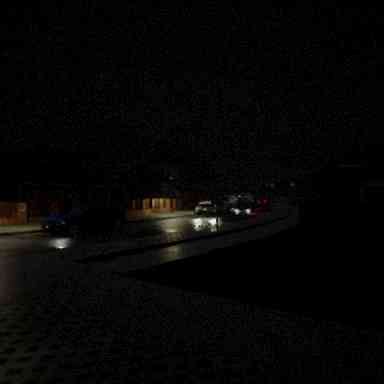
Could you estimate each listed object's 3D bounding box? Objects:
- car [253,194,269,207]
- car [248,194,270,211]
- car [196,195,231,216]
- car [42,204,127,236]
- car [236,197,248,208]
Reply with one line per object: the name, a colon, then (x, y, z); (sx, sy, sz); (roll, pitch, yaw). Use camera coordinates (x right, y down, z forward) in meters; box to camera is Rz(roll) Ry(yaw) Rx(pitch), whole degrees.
car: (11.141, 1.344, 54.014); (2.150, 2.045, 5.566); (0, 0, 8)
car: (8.981, 1.325, 43.656); (2.150, 2.045, 5.566); (0, 0, 15)
car: (2.282, 1.284, 33.373); (2.150, 2.045, 5.566); (0, 0, 23)
car: (-5.959, 1.476, 18.935); (1.882, 1.535, 5.008); (0, 0, 34)
car: (7.600, 1.503, 49.507); (1.882, 1.535, 5.008); (0, 0, 11)
